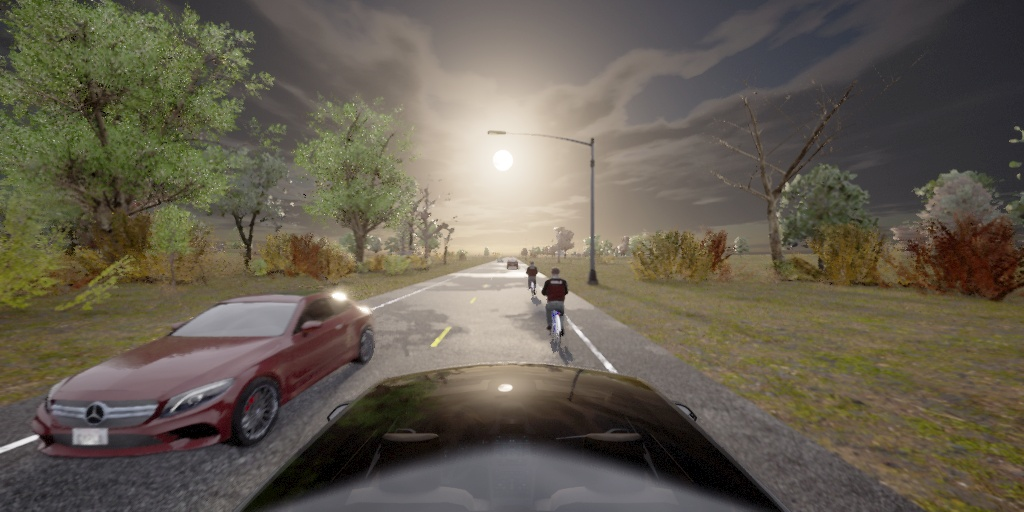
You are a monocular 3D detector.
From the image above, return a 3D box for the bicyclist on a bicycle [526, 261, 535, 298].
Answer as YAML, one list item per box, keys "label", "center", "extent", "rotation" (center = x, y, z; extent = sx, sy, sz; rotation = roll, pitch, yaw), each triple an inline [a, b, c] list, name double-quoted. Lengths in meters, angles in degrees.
- label: "bicyclist on a bicycle"
  center: [0.963, 1.120, 17.365]
  extent: [0.659, 1.776, 1.843]
  rotation: [0, 0, 0]

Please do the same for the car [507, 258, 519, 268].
- label: "car"
  center: [0.103, 1.215, 60.825]
  extent: [1.882, 1.535, 5.008]
  rotation: [0, 0, 0]

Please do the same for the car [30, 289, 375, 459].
- label: "car"
  center: [-3.586, 1.276, 5.373]
  extent: [1.812, 1.442, 4.674]
  rotation: [0, 0, 0]

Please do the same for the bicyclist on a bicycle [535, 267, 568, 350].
- label: "bicyclist on a bicycle"
  center: [0.963, 1.121, 8.156]
  extent: [0.659, 1.776, 1.843]
  rotation: [0, 0, 0]
